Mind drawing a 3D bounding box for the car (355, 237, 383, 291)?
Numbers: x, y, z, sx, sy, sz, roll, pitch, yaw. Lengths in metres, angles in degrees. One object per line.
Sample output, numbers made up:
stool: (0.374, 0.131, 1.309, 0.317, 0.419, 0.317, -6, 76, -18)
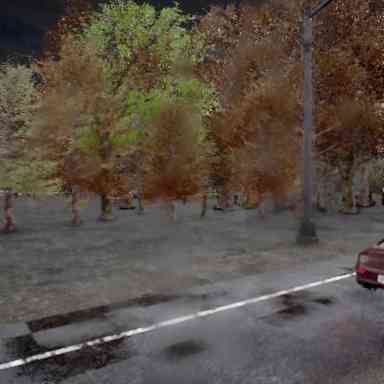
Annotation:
car: (5.661, 1.552, 7.809, 4.674, 1.442, 1.812, 0, 0, -35)
